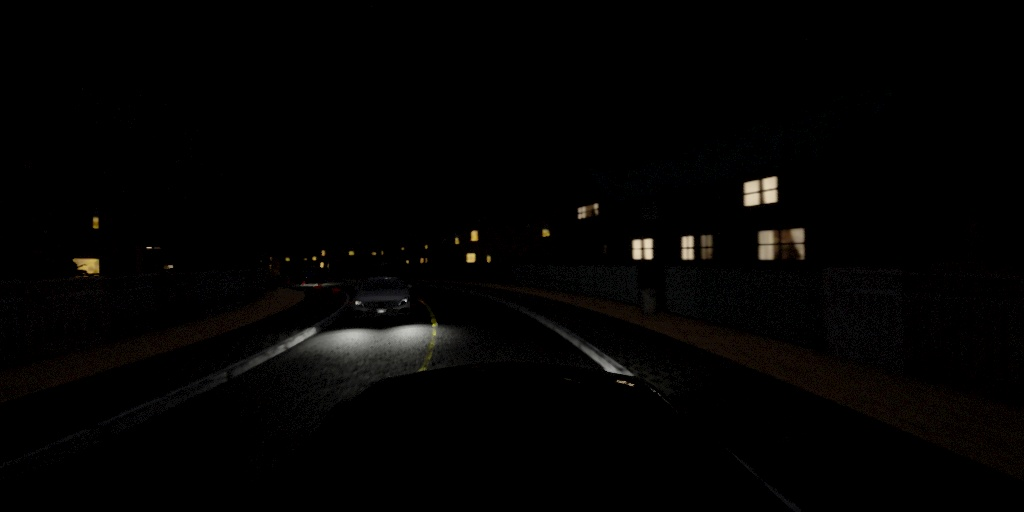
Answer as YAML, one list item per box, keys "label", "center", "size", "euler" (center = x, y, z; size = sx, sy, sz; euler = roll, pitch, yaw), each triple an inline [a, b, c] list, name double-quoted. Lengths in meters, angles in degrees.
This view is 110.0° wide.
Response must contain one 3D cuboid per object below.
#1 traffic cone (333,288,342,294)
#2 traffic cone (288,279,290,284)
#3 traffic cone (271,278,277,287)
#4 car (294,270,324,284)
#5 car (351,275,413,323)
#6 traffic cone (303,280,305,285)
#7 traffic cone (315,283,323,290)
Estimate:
- label: "traffic cone"
  center: [-10.508, 1.772, 21.327]
  size: [0.340, 0.580, 0.340]
  euler: [0, 0, 29]
- label: "traffic cone"
  center: [-23.859, 2.788, 38.316]
  size: [0.340, 0.580, 0.340]
  euler: [0, 0, 44]
- label: "traffic cone"
  center: [-27.481, 2.963, 41.760]
  size: [0.340, 0.580, 0.340]
  euler: [0, 0, 44]
- label: "car"
  center: [-22.901, 2.316, 40.381]
  size: [5.008, 1.535, 1.882]
  euler: [-3, -1, 43]
- label: "car"
  center: [-4.676, 1.441, 13.171]
  size: [1.812, 1.442, 4.674]
  euler: [-1, -1, -17]
- label: "traffic cone"
  center: [-20.238, 2.614, 34.870]
  size: [0.340, 0.580, 0.340]
  euler: [0, 0, 44]
- label: "traffic cone"
  center: [-13.220, 1.898, 24.794]
  size: [0.340, 0.580, 0.340]
  euler: [0, 0, -20]
